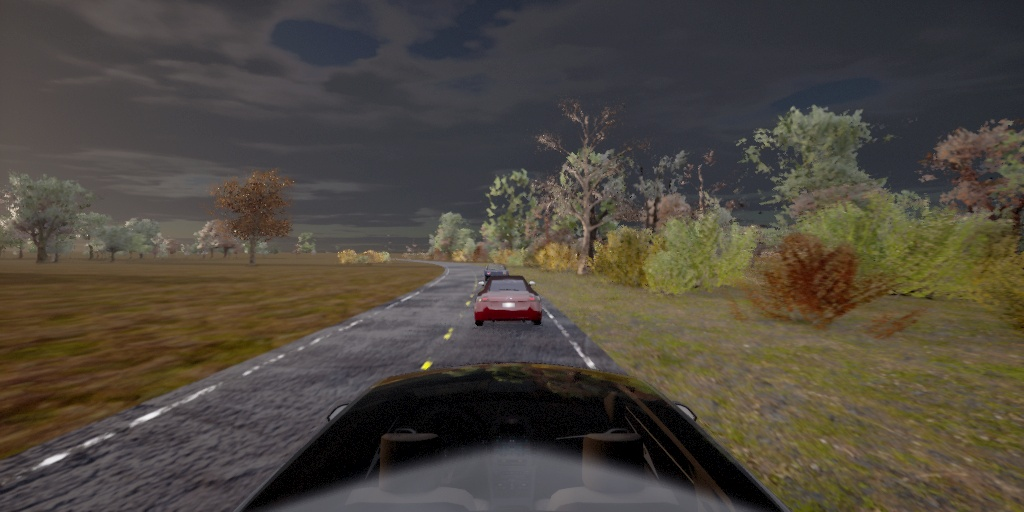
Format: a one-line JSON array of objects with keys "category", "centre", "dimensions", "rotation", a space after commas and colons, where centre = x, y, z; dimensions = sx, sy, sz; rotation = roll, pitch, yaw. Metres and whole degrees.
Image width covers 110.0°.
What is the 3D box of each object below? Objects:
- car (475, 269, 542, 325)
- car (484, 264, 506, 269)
[{"category": "car", "centre": [-0.162, 1.314, 11.851], "dimensions": [1.994, 1.385, 4.181], "rotation": [0, 0, -2]}, {"category": "car", "centre": [-1.395, 1.351, 29.798], "dimensions": [1.895, 1.301, 4.718], "rotation": [0, 0, -6]}]
